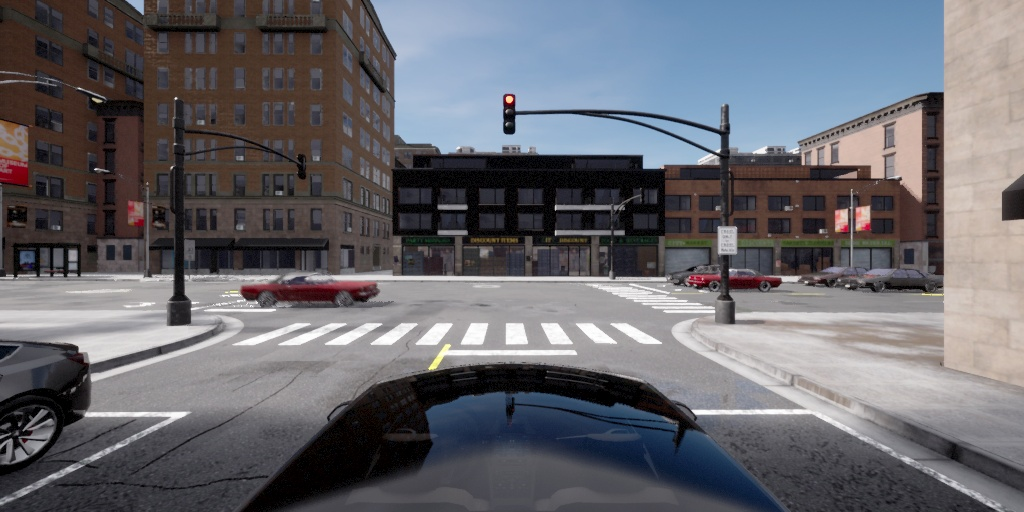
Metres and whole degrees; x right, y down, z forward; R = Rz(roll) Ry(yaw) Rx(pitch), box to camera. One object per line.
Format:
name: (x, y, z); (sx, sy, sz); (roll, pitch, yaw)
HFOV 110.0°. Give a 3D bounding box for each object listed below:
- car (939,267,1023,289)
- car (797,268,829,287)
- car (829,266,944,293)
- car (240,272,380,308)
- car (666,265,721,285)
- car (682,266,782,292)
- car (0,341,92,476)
car: (32.829, 1.492, 24.831); (4.181, 1.385, 1.994); (0, 0, -1)
car: (22.905, 1.422, 24.707); (5.357, 1.411, 2.033); (0, 0, -1)
car: (22.718, 1.421, 21.451); (5.357, 1.411, 2.033); (0, 0, -1)
car: (-7.860, 1.320, 14.339); (4.718, 1.301, 1.895); (0, 0, -1)
car: (13.161, 1.329, 24.573); (4.892, 1.490, 1.837); (0, 0, -1)
car: (13.071, 1.424, 21.323); (4.718, 1.301, 1.895); (0, 0, -1)
car: (-5.388, 1.316, 2.073); (1.948, 1.339, 4.313); (0, 0, -1)
